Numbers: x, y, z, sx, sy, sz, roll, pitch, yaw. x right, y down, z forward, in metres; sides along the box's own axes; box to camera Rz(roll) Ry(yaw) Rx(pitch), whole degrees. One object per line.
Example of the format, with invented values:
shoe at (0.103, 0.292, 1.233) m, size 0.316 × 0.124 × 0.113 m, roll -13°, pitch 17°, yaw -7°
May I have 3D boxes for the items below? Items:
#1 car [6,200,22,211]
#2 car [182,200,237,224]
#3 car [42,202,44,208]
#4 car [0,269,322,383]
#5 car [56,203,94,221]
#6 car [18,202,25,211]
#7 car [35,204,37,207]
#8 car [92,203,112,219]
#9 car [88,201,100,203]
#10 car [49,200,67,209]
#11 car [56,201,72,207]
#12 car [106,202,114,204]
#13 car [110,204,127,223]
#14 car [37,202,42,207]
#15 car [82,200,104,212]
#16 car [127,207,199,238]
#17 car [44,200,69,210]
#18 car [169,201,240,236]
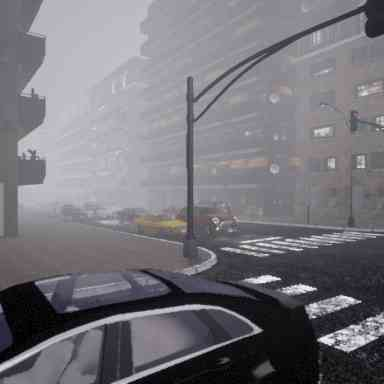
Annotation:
car at (-35.279, 2.639, 65.856) m, size 2.192 × 1.841 × 5.009 m, roll -1°, pitch 0°, yaw -36°
car at (1.408, 1.712, 29.585) m, size 2.192 × 1.841 × 5.009 m, roll -1°, pitch 0°, yaw -36°
car at (-31.887, 2.971, 75.393) m, size 1.947 × 1.339 × 4.313 m, roll -1°, pitch 0°, yaw -36°
car at (-1.053, 1.491, 2.547) m, size 4.902 × 1.511 × 2.128 m, roll 0°, pitch 0°, yaw -34°
car at (-11.962, 2.163, 33.788) m, size 1.887 × 1.381 × 4.507 m, roll -1°, pitch 0°, yaw -36°
car at (-31.944, 2.769, 61.275) m, size 1.887 × 1.381 × 4.507 m, roll -1°, pitch 0°, yaw -36°
car at (-38.543, 3.167, 84.558) m, size 1.947 × 1.339 × 4.313 m, roll -1°, pitch 0°, yaw -36°
car at (-10.316, 2.227, 35.962) m, size 1.895 × 1.301 × 4.718 m, roll 0°, pitch -1°, yaw -36°
car at (-14.383, 2.326, 46.988) m, size 1.837 × 1.490 × 4.892 m, roll 0°, pitch -1°, yaw -36°
car at (-28.563, 2.622, 70.813) m, size 2.192 × 1.841 × 5.009 m, roll -1°, pitch 0°, yaw -36°
car at (-16.184, 2.332, 44.091) m, size 1.812 × 1.442 × 4.674 m, roll 0°, pitch -1°, yaw -36°
car at (-12.449, 2.289, 49.514) m, size 1.801 × 1.575 × 5.366 m, roll 0°, pitch -1°, yaw -36°
car at (-4.724, 2.003, 28.258) m, size 2.033 × 1.411 × 5.357 m, roll 0°, pitch -1°, yaw -36°
car at (-35.218, 3.048, 79.975) m, size 1.887 × 1.381 × 4.507 m, roll -1°, pitch 0°, yaw -36°
car at (-16.467, 2.306, 54.978) m, size 2.097 × 1.767 × 4.553 m, roll 0°, pitch -1°, yaw -36°
car at (-1.871, 1.832, 19.907) m, size 1.752 × 1.417 × 4.829 m, roll -1°, pitch 0°, yaw -36°
car at (-25.240, 2.505, 62.035) m, size 2.097 × 1.767 × 4.553 m, roll 0°, pitch -1°, yaw -40°
car at (0.858, 1.634, 20.593) m, size 2.097 × 1.767 × 4.553 m, roll 0°, pitch -1°, yaw -36°
